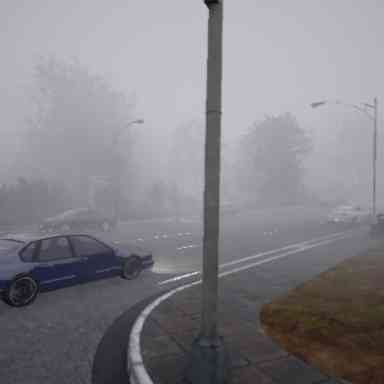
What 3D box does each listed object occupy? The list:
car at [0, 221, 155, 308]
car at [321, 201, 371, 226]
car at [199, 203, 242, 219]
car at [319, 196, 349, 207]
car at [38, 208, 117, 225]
[{"bbox_3d":[-3.342,1.684,8.346,2.033,1.411,5.357,0,-2,36],"label":"car"},{"bbox_3d":[12.292,1.768,25.978,4.674,1.442,1.812,-2,1,-42],"label":"car"},{"bbox_3d":[2.743,1.823,31.470,4.892,1.490,1.837,-1,1,-43],"label":"car"},{"bbox_3d":[19.186,1.289,44.917,5.008,1.535,1.882,-2,0,-34],"label":"car"},{"bbox_3d":[-7.031,1.786,20.805,1.837,1.490,4.892,0,-1,40],"label":"car"}]
